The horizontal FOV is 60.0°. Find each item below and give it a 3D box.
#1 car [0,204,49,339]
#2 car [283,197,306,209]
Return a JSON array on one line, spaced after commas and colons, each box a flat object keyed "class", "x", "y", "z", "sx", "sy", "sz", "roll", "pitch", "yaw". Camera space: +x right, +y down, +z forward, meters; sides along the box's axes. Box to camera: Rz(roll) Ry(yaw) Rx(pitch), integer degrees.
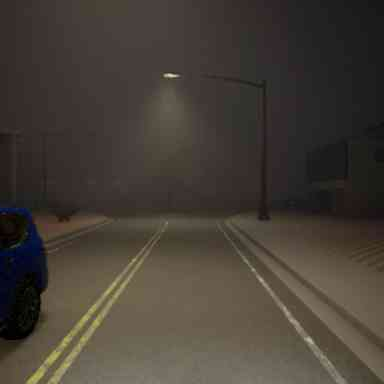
[{"class": "car", "x": -3.589, "y": 1.216, "z": 3.635, "sx": 2.150, "sy": 2.045, "sz": 5.566, "roll": 0, "pitch": 0, "yaw": 0}, {"class": "car", "x": 14.039, "y": 1.459, "z": 44.347, "sx": 4.674, "sy": 1.442, "sz": 1.812, "roll": 0, "pitch": 0, "yaw": -37}]
